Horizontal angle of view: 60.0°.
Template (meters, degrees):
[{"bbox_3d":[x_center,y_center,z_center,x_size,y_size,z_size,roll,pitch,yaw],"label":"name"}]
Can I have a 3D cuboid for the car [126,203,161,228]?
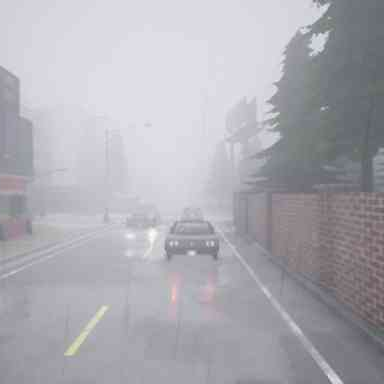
[{"bbox_3d":[-3.527,1.635,24.760,2.097,1.767,4.553,0,-1,0],"label":"car"}]

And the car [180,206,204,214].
[{"bbox_3d":[0.005,1.861,27.500,2.033,1.411,5.357,0,-1,0],"label":"car"}]

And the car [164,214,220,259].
[{"bbox_3d":[0.015,1.754,13.228,1.895,1.301,4.718,0,-1,0],"label":"car"}]
